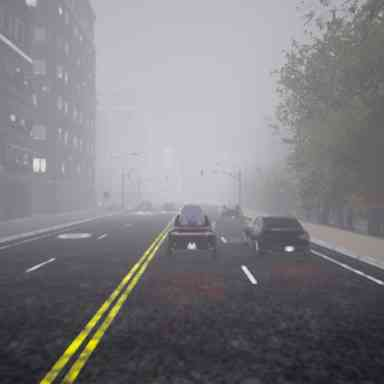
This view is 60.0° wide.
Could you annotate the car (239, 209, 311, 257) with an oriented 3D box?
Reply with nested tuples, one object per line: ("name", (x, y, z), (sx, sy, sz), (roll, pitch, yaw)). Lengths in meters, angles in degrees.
("car", (3.257, 1.647, 13.488), (1.837, 1.490, 4.892), (0, 0, 0))

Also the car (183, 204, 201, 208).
("car", (0.001, 1.782, 29.230), (1.882, 1.535, 5.008), (0, 0, 0))

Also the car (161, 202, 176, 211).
("car", (-3.312, 2.078, 48.549), (1.994, 1.385, 4.181), (0, -1, 0))

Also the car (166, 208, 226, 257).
("car", (0.008, 1.633, 13.499), (2.128, 1.511, 4.902), (0, 0, 0))

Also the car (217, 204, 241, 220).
("car", (3.245, 1.790, 28.499), (2.128, 1.511, 4.902), (0, 0, 0))

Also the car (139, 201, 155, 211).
("car", (-6.558, 2.006, 48.539), (2.128, 1.511, 4.902), (0, -1, 0))
